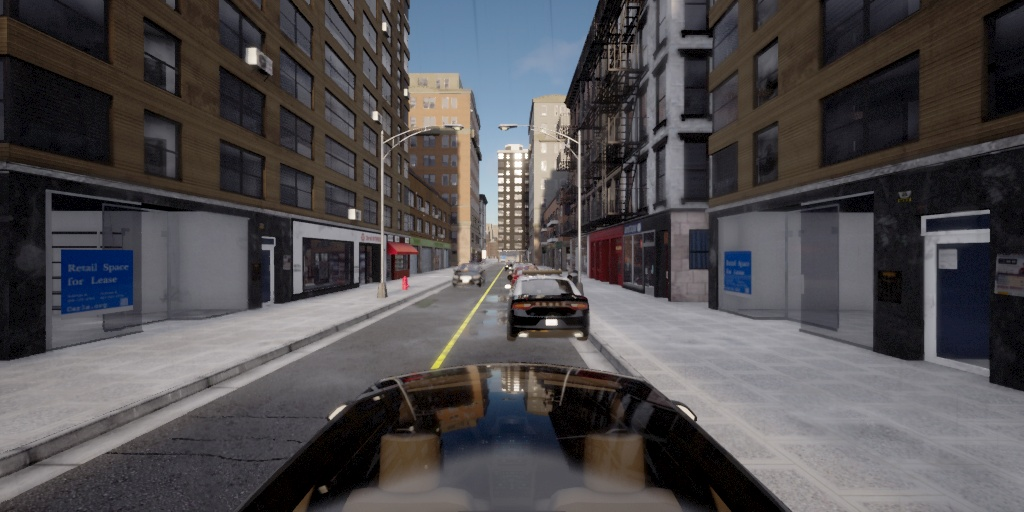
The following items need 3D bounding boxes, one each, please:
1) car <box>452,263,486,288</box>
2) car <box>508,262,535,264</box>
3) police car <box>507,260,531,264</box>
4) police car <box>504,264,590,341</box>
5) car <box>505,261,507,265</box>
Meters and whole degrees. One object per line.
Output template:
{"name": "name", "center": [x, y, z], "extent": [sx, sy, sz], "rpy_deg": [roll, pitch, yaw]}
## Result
{"name": "car", "center": [-2.764, 1.236, 23.829], "extent": [2.128, 1.511, 4.902], "rpy_deg": [0, 0, 0]}
{"name": "car", "center": [0.814, 1.272, 19.915], "extent": [1.812, 1.442, 4.674], "rpy_deg": [0, 0, 0]}
{"name": "police car", "center": [0.810, 1.169, 26.025], "extent": [1.930, 1.638, 5.238], "rpy_deg": [0, 0, 0]}
{"name": "police car", "center": [0.821, 1.174, 10.025], "extent": [1.930, 1.638, 5.238], "rpy_deg": [0, 0, 0]}
{"name": "car", "center": [0.013, 1.341, 47.855], "extent": [1.895, 1.301, 4.718], "rpy_deg": [0, 0, 1]}
